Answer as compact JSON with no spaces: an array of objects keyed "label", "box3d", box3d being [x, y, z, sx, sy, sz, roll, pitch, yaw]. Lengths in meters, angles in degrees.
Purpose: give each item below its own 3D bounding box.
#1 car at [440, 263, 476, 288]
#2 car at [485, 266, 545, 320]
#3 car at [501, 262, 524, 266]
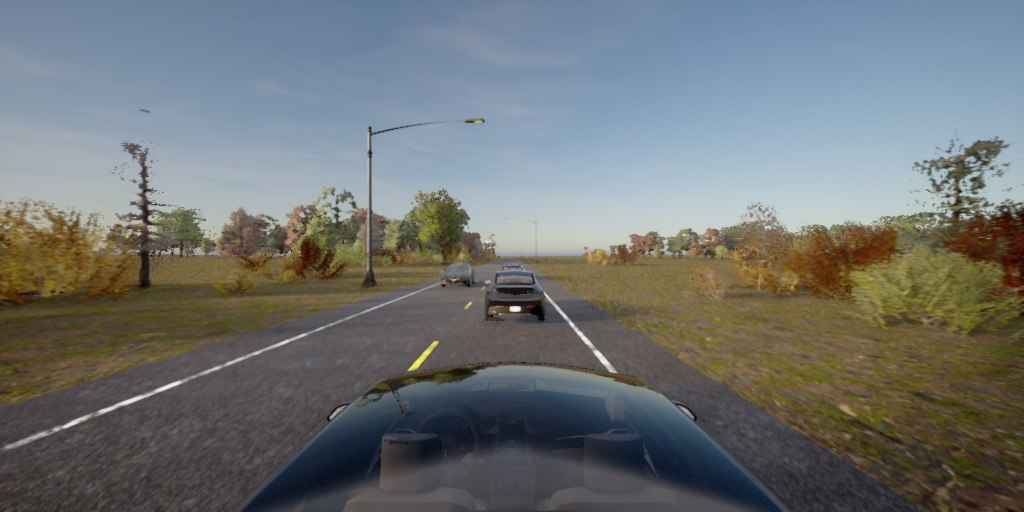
[{"label":"car","box3d":[-3.514,1.249,24.021,1.837,1.490,4.892,0,0,0]},{"label":"car","box3d":[0.093,1.250,12.577,1.837,1.490,4.892,0,0,0]},{"label":"car","box3d":[0.080,1.230,31.749,2.128,1.511,4.902,0,0,0]}]
